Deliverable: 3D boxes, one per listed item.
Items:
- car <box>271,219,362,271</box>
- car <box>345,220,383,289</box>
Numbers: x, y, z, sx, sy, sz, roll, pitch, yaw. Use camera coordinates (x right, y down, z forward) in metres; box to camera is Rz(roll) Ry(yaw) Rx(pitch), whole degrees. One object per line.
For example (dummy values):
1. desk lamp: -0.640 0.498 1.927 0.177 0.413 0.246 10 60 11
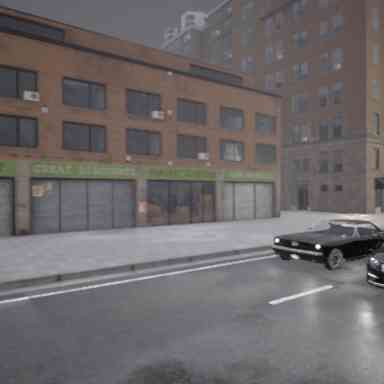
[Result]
1. car: 4.831 1.589 11.032 4.718 1.301 1.895 0 0 -35
2. car: 6.090 1.481 7.949 4.902 1.511 2.128 0 0 -35
